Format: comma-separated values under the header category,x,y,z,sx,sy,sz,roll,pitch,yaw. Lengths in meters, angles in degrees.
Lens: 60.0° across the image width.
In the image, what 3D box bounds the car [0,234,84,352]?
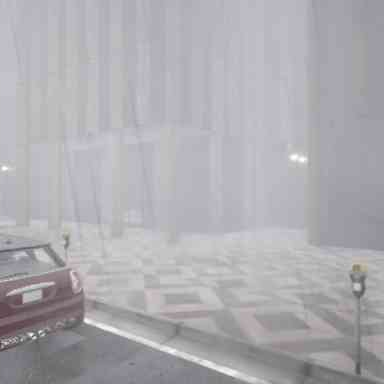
category,x,y,z,sx,sy,sz,roll,pitch,yaw
car,-3.728,1.430,5.625,4.097,1.590,1.967,0,0,35
